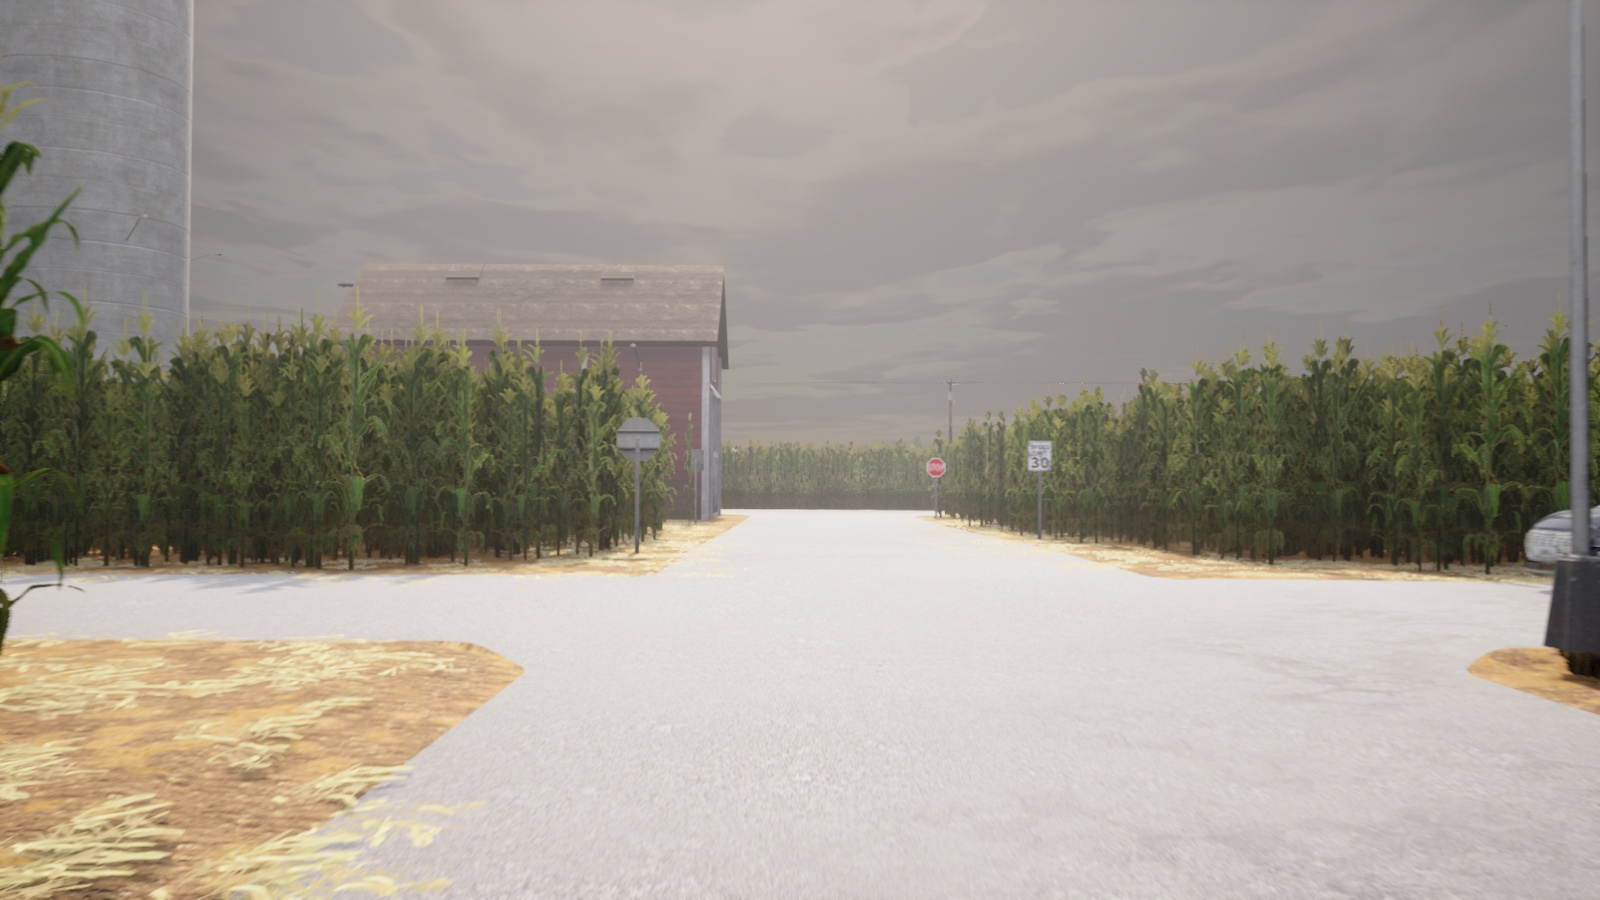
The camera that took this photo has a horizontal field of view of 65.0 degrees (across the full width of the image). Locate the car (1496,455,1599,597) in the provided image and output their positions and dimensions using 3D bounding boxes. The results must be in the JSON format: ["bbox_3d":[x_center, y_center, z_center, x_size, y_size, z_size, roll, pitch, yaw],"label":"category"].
[{"bbox_3d":[11.642,0.919,15.601,4.856,1.649,2.033,0,-1,0],"label":"car"}]

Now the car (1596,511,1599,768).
[{"bbox_3d":[3.097,0.846,1.096,1.812,1.442,4.674,0,-1,0],"label":"car"}]
